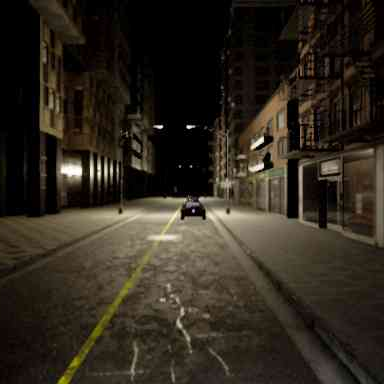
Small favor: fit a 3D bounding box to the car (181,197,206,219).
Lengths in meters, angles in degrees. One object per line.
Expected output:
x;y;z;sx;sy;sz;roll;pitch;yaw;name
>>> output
0.102;1.389;27.046;1.994;1.385;4.181;0;0;0;car
